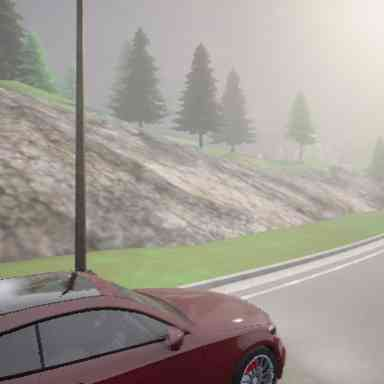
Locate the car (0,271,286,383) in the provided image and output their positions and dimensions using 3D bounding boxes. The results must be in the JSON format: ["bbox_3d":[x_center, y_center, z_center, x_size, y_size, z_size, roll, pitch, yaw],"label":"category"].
[{"bbox_3d":[-1.123,1.525,3.120,4.674,1.442,1.812,0,0,-37],"label":"car"}]
